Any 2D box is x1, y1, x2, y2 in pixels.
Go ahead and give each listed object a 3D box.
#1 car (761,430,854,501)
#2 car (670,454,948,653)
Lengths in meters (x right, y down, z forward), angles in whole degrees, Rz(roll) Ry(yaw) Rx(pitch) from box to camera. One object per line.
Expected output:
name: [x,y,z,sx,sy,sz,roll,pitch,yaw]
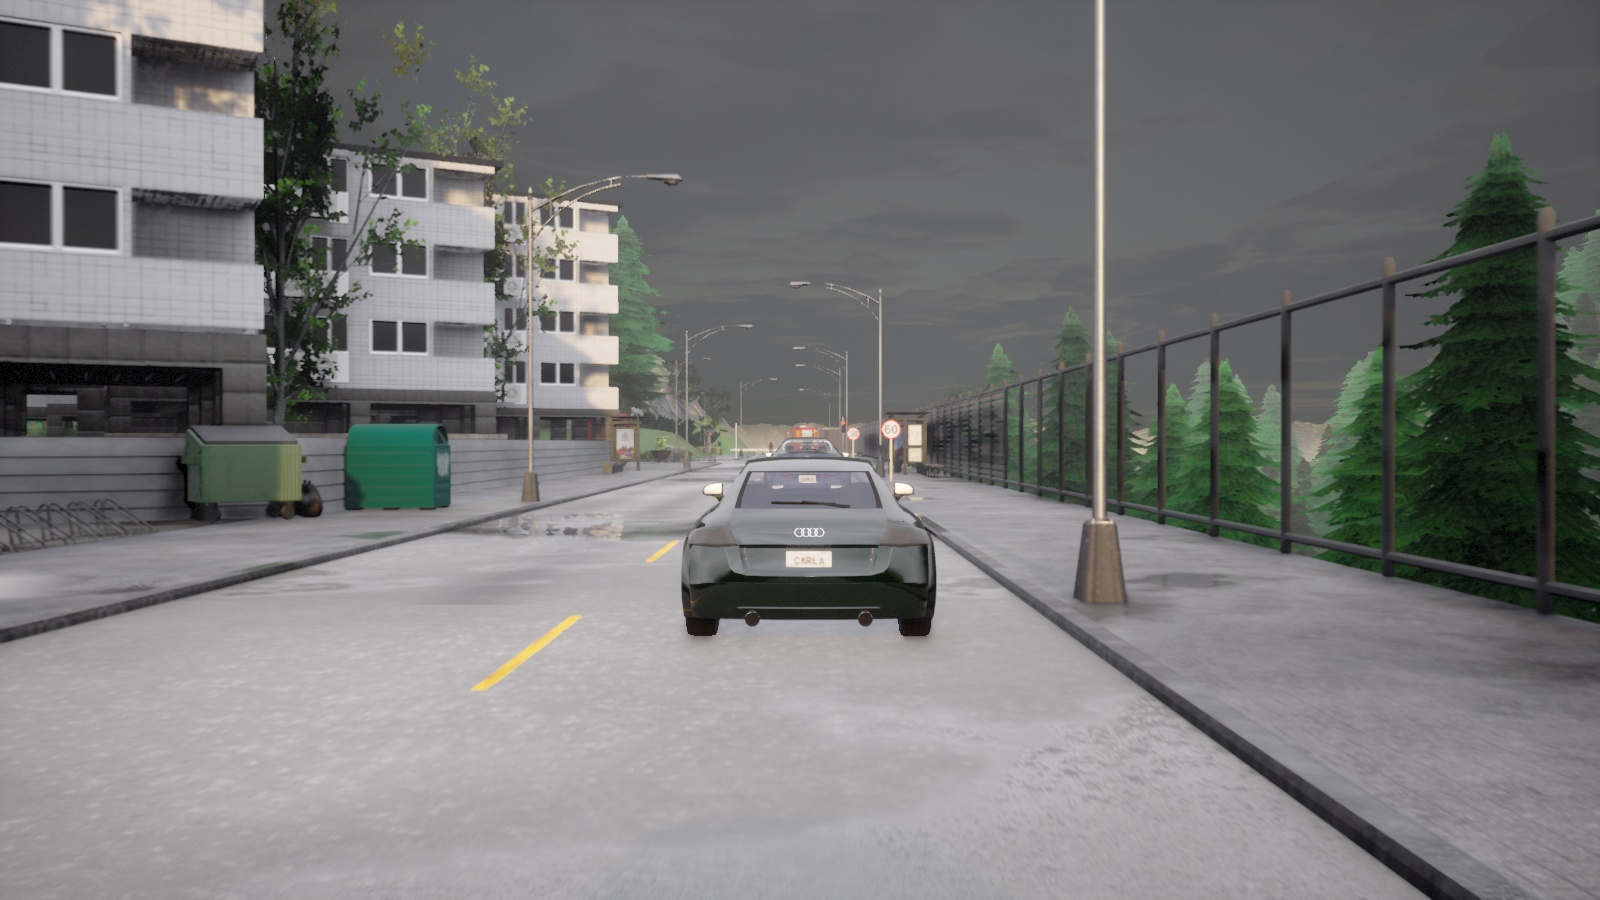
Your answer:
car: [0.183,0.347,31.568,2.152,1.651,5.027,0,0,0]
car: [0.074,0.748,11.099,1.994,1.385,4.181,0,0,0]
